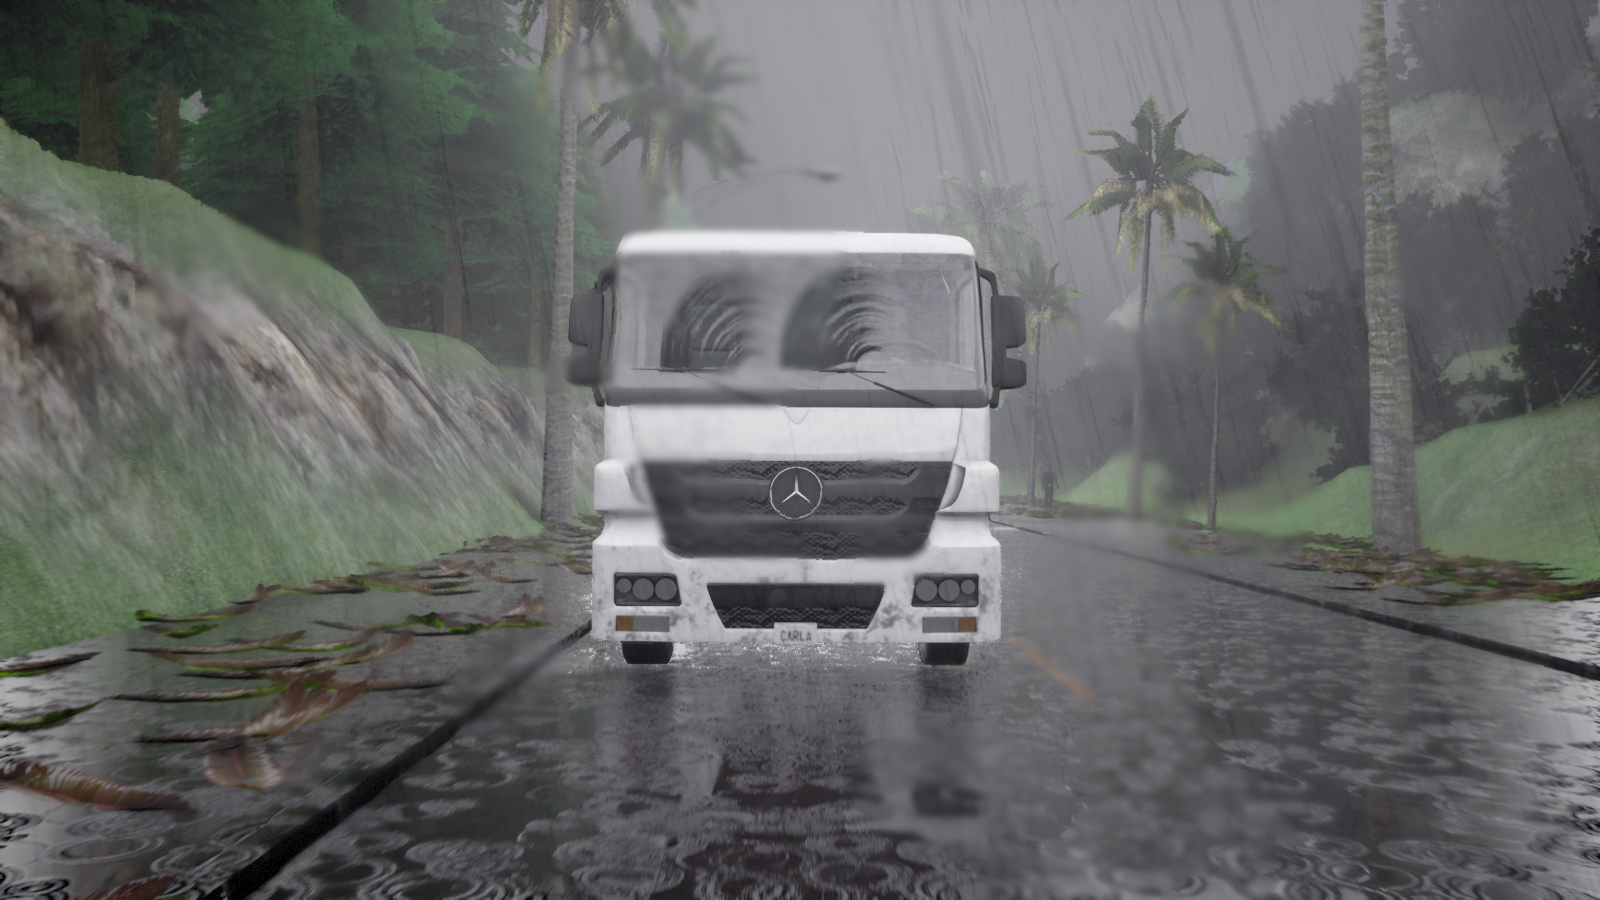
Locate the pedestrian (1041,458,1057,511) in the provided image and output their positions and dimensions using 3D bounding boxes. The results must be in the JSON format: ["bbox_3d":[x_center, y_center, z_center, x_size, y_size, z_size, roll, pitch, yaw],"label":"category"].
[{"bbox_3d":[9.210,1.261,46.461,0.423,1.949,0.788,0,-1,0],"label":"pedestrian"}]

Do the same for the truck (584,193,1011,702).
[{"bbox_3d":[-0.031,0.043,12.529,2.891,3.462,7.936,0,-1,0],"label":"truck"}]
